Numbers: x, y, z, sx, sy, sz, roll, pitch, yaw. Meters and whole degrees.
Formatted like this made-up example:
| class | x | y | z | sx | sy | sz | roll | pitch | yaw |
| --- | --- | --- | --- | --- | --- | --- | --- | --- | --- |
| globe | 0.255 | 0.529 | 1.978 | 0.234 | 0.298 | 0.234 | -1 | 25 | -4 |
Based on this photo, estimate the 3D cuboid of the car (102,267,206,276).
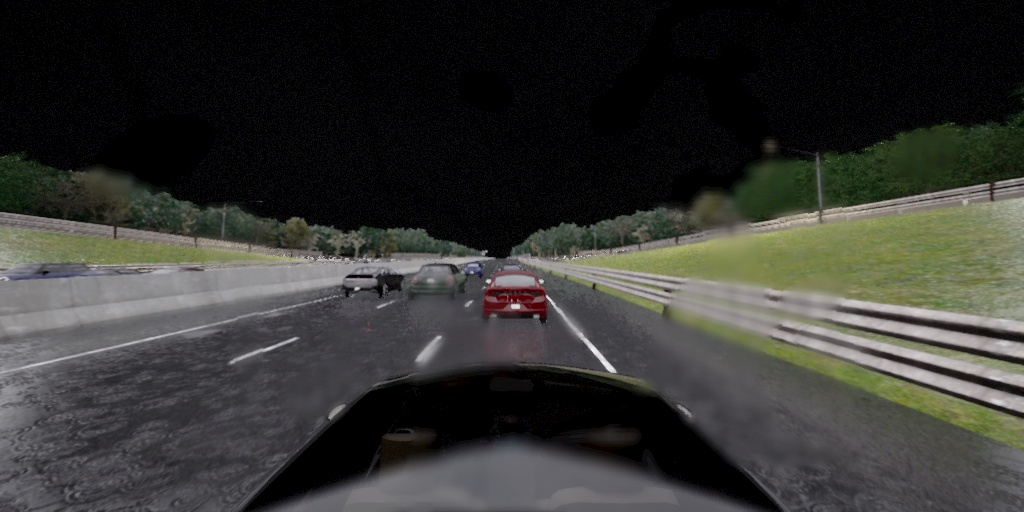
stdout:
| class | x | y | z | sx | sy | sz | roll | pitch | yaw |
| --- | --- | --- | --- | --- | --- | --- | --- | --- | --- |
| car | -17.650 | 1.298 | 18.675 | 1.812 | 1.442 | 4.674 | 0 | 0 | 0 |

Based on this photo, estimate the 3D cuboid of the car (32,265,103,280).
| class | x | y | z | sx | sy | sz | roll | pitch | yaw |
| --- | --- | --- | --- | --- | --- | --- | --- | --- | --- |
| car | -21.140 | 1.336 | 18.720 | 1.994 | 1.385 | 4.181 | 0 | 0 | 0 |

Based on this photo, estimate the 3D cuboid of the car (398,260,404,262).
| class | x | y | z | sx | sy | sz | roll | pitch | yaw |
| --- | --- | --- | --- | --- | --- | --- | --- | --- | --- |
| car | -18.493 | 1.351 | 61.396 | 2.033 | 1.411 | 5.357 | 0 | 0 | -1 |

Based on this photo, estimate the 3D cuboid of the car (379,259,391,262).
| class | x | y | z | sx | sy | sz | roll | pitch | yaw |
| --- | --- | --- | --- | --- | --- | --- | --- | --- | --- |
| car | -21.997 | 1.296 | 61.308 | 2.128 | 1.511 | 4.902 | 0 | 0 | -1 |

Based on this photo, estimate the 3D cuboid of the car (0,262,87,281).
| class | x | y | z | sx | sy | sz | roll | pitch | yaw |
| --- | --- | --- | --- | --- | --- | --- | --- | --- | --- |
| car | -24.639 | 1.123 | 18.618 | 2.097 | 1.767 | 4.553 | 0 | 0 | 0 |

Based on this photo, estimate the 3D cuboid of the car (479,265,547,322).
| class | x | y | z | sx | sy | sz | roll | pitch | yaw |
| --- | --- | --- | --- | --- | --- | --- | --- | --- | --- |
| car | 0.097 | 1.241 | 12.338 | 1.882 | 1.535 | 5.008 | 0 | 0 | 0 |

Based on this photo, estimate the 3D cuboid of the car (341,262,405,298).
| class | x | y | z | sx | sy | sz | roll | pitch | yaw |
| --- | --- | --- | --- | --- | --- | --- | --- | --- | --- |
| car | -6.931 | 1.264 | 18.448 | 2.128 | 1.511 | 4.902 | 0 | 0 | 0 |

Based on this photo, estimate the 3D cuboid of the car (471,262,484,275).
| class | x | y | z | sx | sy | sz | roll | pitch | yaw |
| --- | --- | --- | --- | --- | --- | --- | --- | --- | --- |
| car | -3.738 | 1.322 | 35.246 | 1.812 | 1.442 | 4.674 | 0 | 0 | -1 |

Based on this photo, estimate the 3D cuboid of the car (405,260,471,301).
| class | x | y | z | sx | sy | sz | roll | pitch | yaw |
| --- | --- | --- | --- | --- | --- | --- | --- | --- | --- |
| car | -3.425 | 1.124 | 17.539 | 2.097 | 1.767 | 4.553 | 0 | 0 | 0 |
